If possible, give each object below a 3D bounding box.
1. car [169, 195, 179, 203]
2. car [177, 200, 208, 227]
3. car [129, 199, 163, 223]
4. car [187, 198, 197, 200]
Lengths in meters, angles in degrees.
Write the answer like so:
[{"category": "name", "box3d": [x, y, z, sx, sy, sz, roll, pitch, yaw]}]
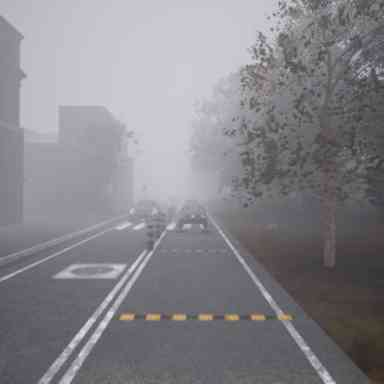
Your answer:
[{"category": "car", "box3d": [-3.584, 1.329, 65.610, 2.033, 1.411, 5.357, 0, 0, -1]}, {"category": "car", "box3d": [0.077, 1.514, 22.353, 2.033, 1.411, 5.357, 0, 0, 0]}, {"category": "car", "box3d": [-3.380, 1.319, 24.941, 2.097, 1.767, 4.553, 0, 0, 0]}, {"category": "car", "box3d": [-0.020, 1.460, 43.493, 1.994, 1.385, 4.181, 0, 0, 0]}]
